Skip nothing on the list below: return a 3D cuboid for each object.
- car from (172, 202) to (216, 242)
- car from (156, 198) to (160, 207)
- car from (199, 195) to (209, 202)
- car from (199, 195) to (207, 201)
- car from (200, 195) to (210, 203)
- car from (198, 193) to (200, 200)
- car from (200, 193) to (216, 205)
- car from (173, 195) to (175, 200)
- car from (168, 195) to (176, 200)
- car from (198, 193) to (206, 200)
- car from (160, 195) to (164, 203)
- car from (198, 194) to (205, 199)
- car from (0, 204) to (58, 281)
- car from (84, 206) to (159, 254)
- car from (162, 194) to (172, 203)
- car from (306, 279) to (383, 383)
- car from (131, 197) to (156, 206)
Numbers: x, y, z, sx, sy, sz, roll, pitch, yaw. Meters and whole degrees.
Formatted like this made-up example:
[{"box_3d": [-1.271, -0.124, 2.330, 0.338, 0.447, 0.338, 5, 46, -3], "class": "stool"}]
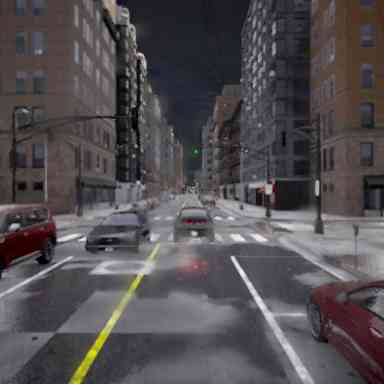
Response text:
[{"box_3d": [0.097, 1.477, 16.304, 1.837, 1.490, 4.892, 0, 0, 0], "class": "car"}, {"box_3d": [-5.384, 1.466, 40.939, 1.887, 1.381, 4.507, 0, 0, 0], "class": "car"}, {"box_3d": [2.644, 1.395, 73.656, 2.008, 1.369, 4.403, 0, 0, 0], "class": "car"}, {"box_3d": [2.645, 1.357, 79.280, 1.752, 1.417, 4.829, 0, 0, 0], "class": "car"}, {"box_3d": [2.644, 1.402, 68.202, 1.887, 1.381, 4.507, 0, 0, 0], "class": "car"}, {"box_3d": [2.643, 1.310, 62.748, 1.967, 1.590, 4.097, 0, 0, 0], "class": "car"}, {"box_3d": [2.642, 1.336, 51.839, 1.967, 1.590, 4.097, 0, 0, 0], "class": "car"}, {"box_3d": [-5.380, 1.346, 84.400, 1.752, 1.417, 4.829, 0, 0, 0], "class": "car"}, {"box_3d": [-5.379, 1.392, 90.023, 1.802, 1.307, 4.206, 0, 0, 0], "class": "car"}, {"box_3d": [2.644, 1.125, 90.019, 2.192, 1.841, 5.009, 0, 0, 0], "class": "car"}, {"box_3d": [-5.383, 1.435, 46.223, 1.752, 1.417, 4.829, 0, 0, 0], "class": "car"}, {"box_3d": [2.645, 1.367, 95.473, 1.947, 1.339, 4.313, 0, 0, 0], "class": "car"}, {"box_3d": [-5.387, 1.298, 9.021, 2.192, 1.841, 5.009, 0, 0, 0], "class": "car"}, {"box_3d": [-2.749, 1.522, 13.716, 2.033, 1.411, 5.357, 0, 0, 0], "class": "car"}, {"box_3d": [-5.382, 1.437, 62.755, 1.947, 1.339, 4.313, 0, 0, 0], "class": "car"}, {"box_3d": [2.638, 1.575, 3.599, 1.802, 1.307, 4.206, 0, 0, 0], "class": "car"}, {"box_3d": [-5.384, 1.483, 35.485, 2.008, 1.369, 4.403, 0, 0, 0], "class": "car"}]
